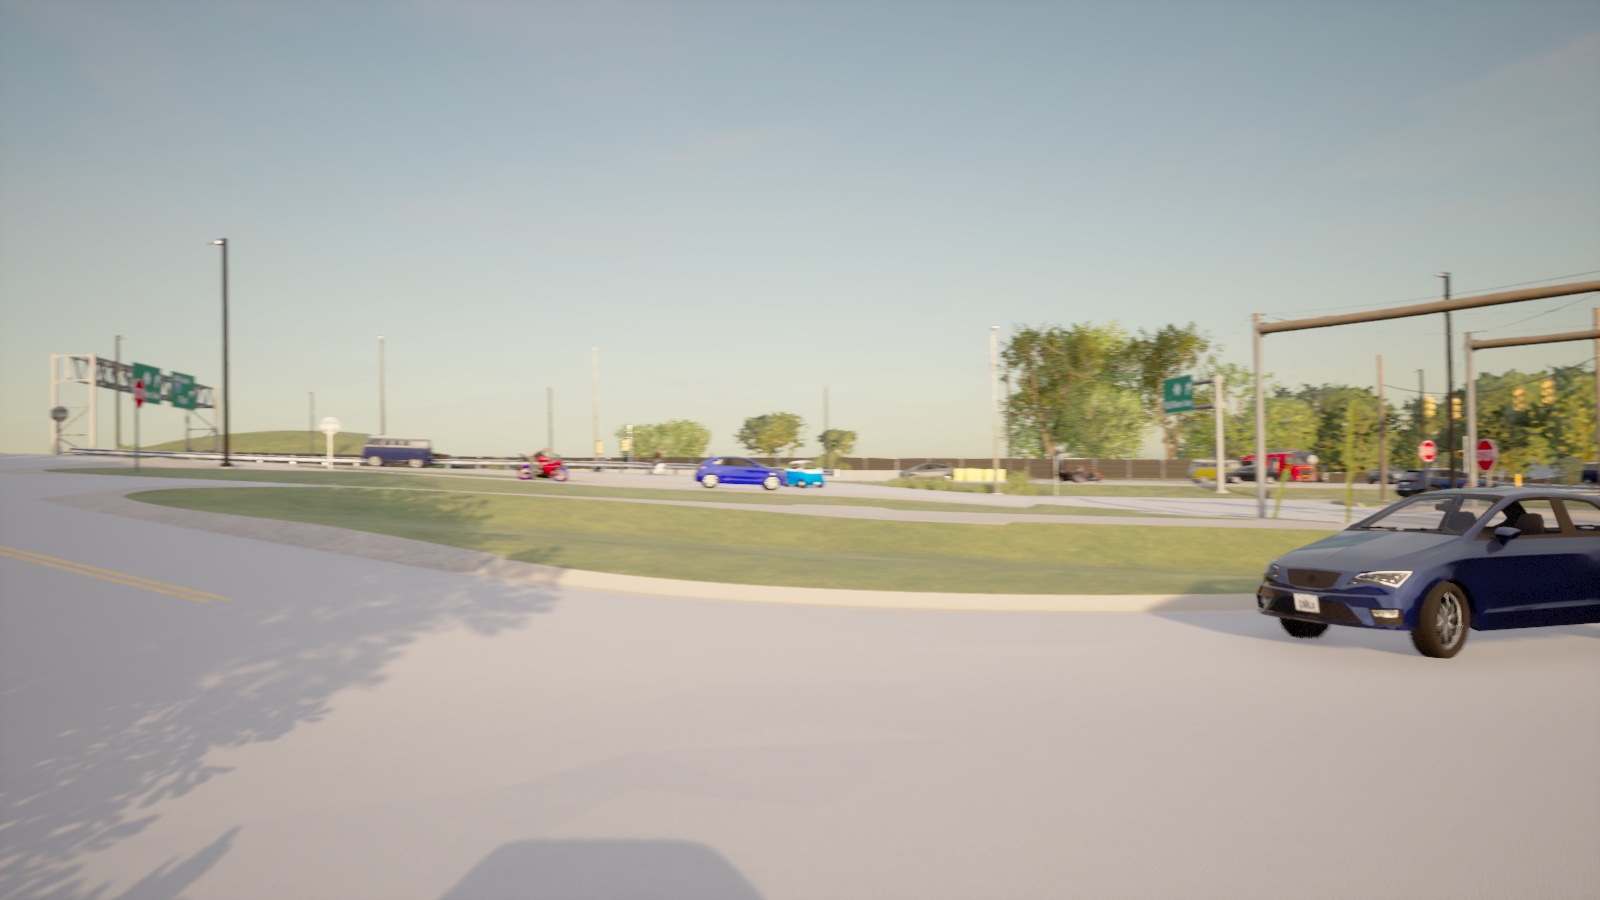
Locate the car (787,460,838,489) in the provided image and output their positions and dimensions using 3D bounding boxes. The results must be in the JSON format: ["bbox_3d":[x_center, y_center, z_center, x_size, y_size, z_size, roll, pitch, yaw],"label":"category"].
[{"bbox_3d":[0.631,1.234,63.934,1.481,1.376,2.207,0,1,-42],"label":"car"}]

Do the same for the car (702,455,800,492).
[{"bbox_3d":[-2.206,1.060,56.361,4.193,1.474,1.816,2,-2,-8],"label":"car"}]

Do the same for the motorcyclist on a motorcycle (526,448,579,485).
[{"bbox_3d":[-10.891,0.748,55.334,2.191,1.530,0.866,2,-2,-6],"label":"motorcyclist on a motorcycle"}]

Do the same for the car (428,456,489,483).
[{"bbox_3d":[-23.678,1.364,87.265,3.866,1.878,1.905,0,-2,-7],"label":"car"}]

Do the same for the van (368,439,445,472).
[{"bbox_3d":[-25.281,0.352,80.783,4.442,1.987,1.775,1,-2,-5],"label":"van"}]

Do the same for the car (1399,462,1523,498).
[{"bbox_3d":[30.984,1.422,58.959,4.856,1.649,2.033,0,-2,-8],"label":"car"}]

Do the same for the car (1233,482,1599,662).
[{"bbox_3d":[6.472,1.055,12.126,4.193,1.474,1.816,0,-2,-24],"label":"car"}]
